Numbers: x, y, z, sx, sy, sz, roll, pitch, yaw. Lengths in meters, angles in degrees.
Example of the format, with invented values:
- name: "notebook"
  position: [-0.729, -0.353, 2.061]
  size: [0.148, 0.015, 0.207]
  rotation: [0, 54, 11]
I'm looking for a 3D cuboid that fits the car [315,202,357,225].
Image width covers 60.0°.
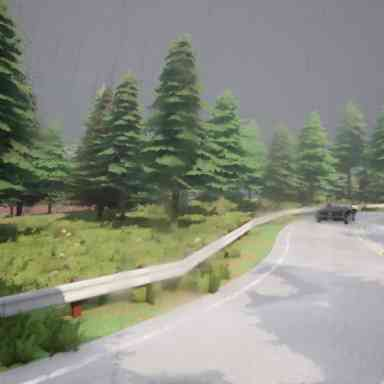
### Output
- name: "car"
  position: [9.456, 1.340, 21.754]
  size: [1.895, 1.301, 4.718]
  rotation: [1, 1, 33]
